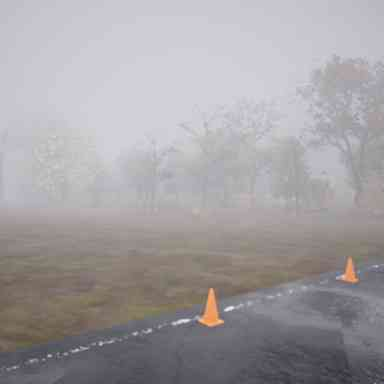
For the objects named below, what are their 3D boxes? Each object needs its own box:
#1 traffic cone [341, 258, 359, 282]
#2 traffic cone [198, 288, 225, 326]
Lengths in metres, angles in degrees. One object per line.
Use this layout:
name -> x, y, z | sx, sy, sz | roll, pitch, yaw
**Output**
traffic cone -> 4.242, 2.065, 8.919 | 0.340, 0.580, 0.340 | 1, -1, -39
traffic cone -> 0.347, 2.003, 5.896 | 0.340, 0.580, 0.340 | 1, -1, -37
